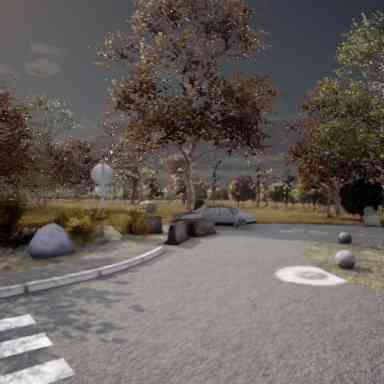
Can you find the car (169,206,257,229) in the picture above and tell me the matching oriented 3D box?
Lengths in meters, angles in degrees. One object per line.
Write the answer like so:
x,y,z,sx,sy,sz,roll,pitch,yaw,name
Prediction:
1.350,1.561,20.808,5.357,1.411,2.033,1,0,-16,car
